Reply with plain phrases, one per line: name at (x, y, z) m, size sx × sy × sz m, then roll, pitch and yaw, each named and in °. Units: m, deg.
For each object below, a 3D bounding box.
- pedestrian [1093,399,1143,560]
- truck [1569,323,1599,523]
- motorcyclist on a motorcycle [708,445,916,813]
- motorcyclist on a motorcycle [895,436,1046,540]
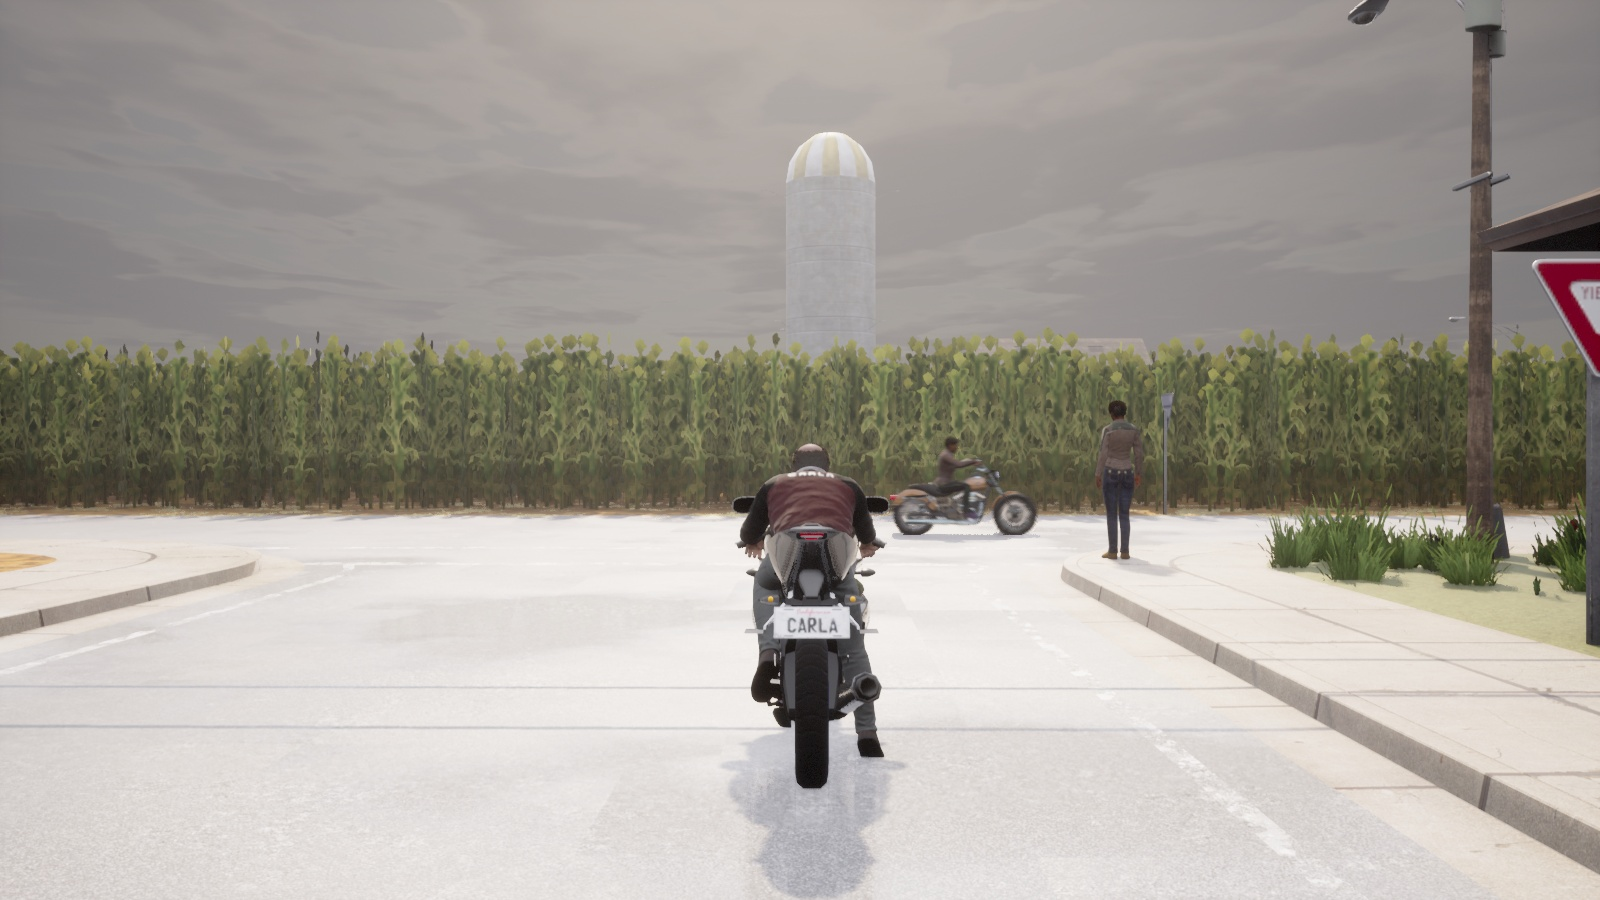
pedestrian at (3.651, 0.329, 14.452) m, size 0.328 × 1.805 × 0.869 m, roll 0°, pitch 0°, yaw -1°
truck at (19.560, -0.511, 23.523) m, size 8.468 × 3.827 × 2.891 m, roll 0°, pitch 0°, yaw 1°
motorcyclist on a motorcycle at (0.055, 0.745, 6.339) m, size 0.866 × 1.530 × 2.191 m, roll 0°, pitch 0°, yaw 0°
motorcyclist on a motorcycle at (2.749, 0.598, 20.388) m, size 2.350 × 1.649 × 0.766 m, roll 0°, pitch 0°, yaw 1°
